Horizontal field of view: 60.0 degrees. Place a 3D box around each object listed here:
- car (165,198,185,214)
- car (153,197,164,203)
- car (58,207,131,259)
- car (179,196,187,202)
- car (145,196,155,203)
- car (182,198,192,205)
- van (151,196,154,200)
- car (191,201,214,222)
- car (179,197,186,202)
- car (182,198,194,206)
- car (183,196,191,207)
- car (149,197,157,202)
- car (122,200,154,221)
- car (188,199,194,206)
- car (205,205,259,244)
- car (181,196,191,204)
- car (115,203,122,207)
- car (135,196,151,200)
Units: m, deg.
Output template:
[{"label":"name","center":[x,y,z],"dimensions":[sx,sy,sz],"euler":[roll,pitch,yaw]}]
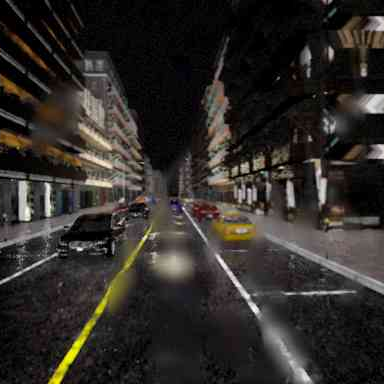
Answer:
[{"label":"car","center":[-2.038,1.714,38.345],"dimensions":[1.812,1.442,4.674],"euler":[-1,0,-4]},{"label":"car","center":[-7.391,1.970,77.443],"dimensions":[1.895,1.301,4.718],"euler":[-1,0,-3]},{"label":"car","center":[-3.795,1.602,13.288],"dimensions":[1.837,1.490,4.892],"euler":[-1,1,-3]},{"label":"car","center":[-2.365,1.908,89.071],"dimensions":[1.967,1.590,4.097],"euler":[-1,0,-3]},{"label":"car","center":[-10.408,1.859,82.961],"dimensions":[2.192,1.841,5.009],"euler":[-1,0,-3]},{"label":"car","center":[-1.060,1.858,66.466],"dimensions":[1.887,1.381,4.507],"euler":[-1,0,-3]},{"label":"van","center":[-10.081,1.844,77.310],"dimensions":[1.690,1.788,3.998],"euler":[-1,0,-3]},{"label":"car","center":[1.219,1.630,26.895],"dimensions":[1.887,1.381,4.507],"euler":[-1,0,-3]},{"label":"car","center":[-2.698,2.040,94.893],"dimensions":[1.752,1.417,4.829],"euler":[-1,0,-3]},{"label":"car","center":[-0.734,1.832,60.812],"dimensions":[2.008,1.369,4.403],"euler":[-1,0,-3]},{"label":"car","center":[-0.409,1.799,55.159],"dimensions":[2.008,1.369,4.403],"euler":[-1,0,-3]},{"label":"car","center":[-11.055,2.177,94.264],"dimensions":[1.887,1.381,4.507],"euler":[-1,0,-3]},{"label":"car","center":[-4.703,1.690,29.488],"dimensions":[1.837,1.490,4.892],"euler":[-1,-1,-3]},{"label":"car","center":[0.893,1.662,32.547],"dimensions":[1.887,1.381,4.507],"euler":[-1,0,-3]},{"label":"car","center":[1.860,1.553,15.762],"dimensions":[1.752,1.417,4.829],"euler":[-1,0,-3]},{"label":"car","center":[-1.387,1.788,72.117],"dimensions":[1.967,1.590,4.097],"euler":[-1,0,-3]},{"label":"car","center":[-7.799,1.851,37.738],"dimensions":[1.802,1.307,4.206],"euler":[-1,0,-3]},{"label":"car","center":[-9.105,1.714,60.352],"dimensions":[2.192,1.841,5.009],"euler":[-1,0,-3]}]
